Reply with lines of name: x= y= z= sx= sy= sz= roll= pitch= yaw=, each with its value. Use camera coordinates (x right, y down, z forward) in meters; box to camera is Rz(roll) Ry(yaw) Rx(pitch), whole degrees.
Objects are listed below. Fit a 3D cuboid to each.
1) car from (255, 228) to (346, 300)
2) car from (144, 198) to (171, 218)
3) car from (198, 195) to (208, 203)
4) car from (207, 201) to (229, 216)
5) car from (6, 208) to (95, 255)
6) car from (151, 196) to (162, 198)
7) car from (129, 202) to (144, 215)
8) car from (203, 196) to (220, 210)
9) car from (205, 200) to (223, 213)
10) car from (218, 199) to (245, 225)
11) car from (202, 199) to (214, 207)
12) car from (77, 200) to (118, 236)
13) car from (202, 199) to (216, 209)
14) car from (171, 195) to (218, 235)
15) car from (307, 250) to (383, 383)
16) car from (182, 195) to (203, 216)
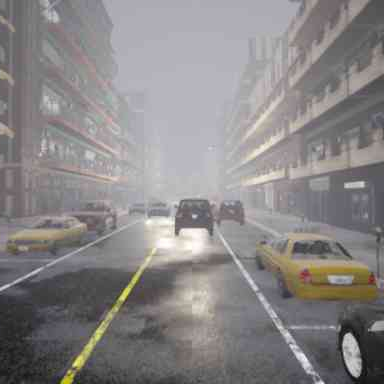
car: x=2.703 y=1.567 z=8.358 sx=1.752 sy=1.417 sz=4.829 roll=1 pitch=0 yaw=0
car: x=-3.090 y=1.640 z=31.967 sx=1.882 sy=1.535 sz=5.008 roll=0 pitch=0 yaw=0
car: x=2.715 y=1.735 z=80.571 sx=2.192 sy=1.841 sz=5.009 roll=1 pitch=0 yaw=0
car: x=2.706 y=1.734 z=36.027 sx=2.008 sy=1.369 sz=4.403 roll=1 pitch=0 yaw=0
car: x=-5.677 y=1.594 z=13.620 sx=1.752 sy=1.417 sz=4.829 roll=1 pitch=0 yaw=0
car: x=-5.668 y=1.587 z=52.766 sx=2.192 sy=1.841 sz=5.009 roll=1 pitch=0 yaw=0
car: x=-5.674 y=1.750 z=36.062 sx=1.947 sy=1.339 sz=4.313 roll=1 pitch=0 yaw=0
car: x=2.710 y=1.556 z=47.163 sx=2.192 sy=1.841 sz=5.009 roll=1 pitch=0 yaw=0
car: x=2.707 y=1.757 z=41.594 sx=1.887 sy=1.381 sz=4.507 roll=1 pitch=0 yaw=0
car: x=2.708 y=1.441 z=24.892 sx=2.192 sy=1.841 sz=5.009 roll=1 pitch=0 yaw=0
car: x=2.709 y=1.866 z=58.298 sx=1.947 sy=1.339 sz=4.313 roll=1 pitch=0 yaw=0
car: x=-5.673 y=1.413 z=19.359 sx=2.192 sy=1.841 sz=5.009 roll=1 pitch=0 yaw=0
car: x=2.709 y=1.822 z=52.730 sx=2.008 sy=1.369 sz=4.403 roll=1 pitch=0 yaw=0
car: x=0.110 y=1.324 z=19.646 sx=2.150 sy=2.045 sz=5.566 roll=0 pitch=0 yaw=0
car: x=2.702 y=1.564 z=2.620 sx=2.008 sy=1.369 sz=4.403 roll=1 pitch=0 yaw=0
car: x=0.086 y=1.413 z=37.057 sx=2.150 sy=2.045 sz=5.566 roll=0 pitch=0 yaw=0
